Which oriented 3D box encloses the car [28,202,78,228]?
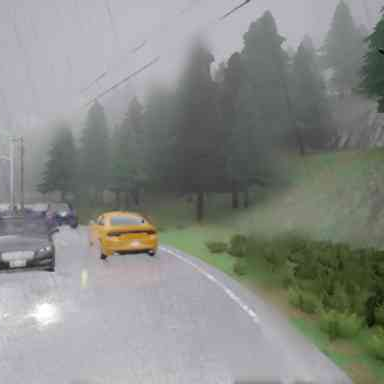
[{"bbox_3d":[-9.155,1.387,21.203,4.553,1.767,2.097,0,0,44],"label":"car"}]

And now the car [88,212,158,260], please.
[{"bbox_3d":[-2.809,1.498,12.834,1.882,1.535,5.008,0,0,-24],"label":"car"}]

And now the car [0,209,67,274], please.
[{"bbox_3d":[-5.363,1.509,10.459,2.128,1.511,4.902,0,0,-26],"label":"car"}]
